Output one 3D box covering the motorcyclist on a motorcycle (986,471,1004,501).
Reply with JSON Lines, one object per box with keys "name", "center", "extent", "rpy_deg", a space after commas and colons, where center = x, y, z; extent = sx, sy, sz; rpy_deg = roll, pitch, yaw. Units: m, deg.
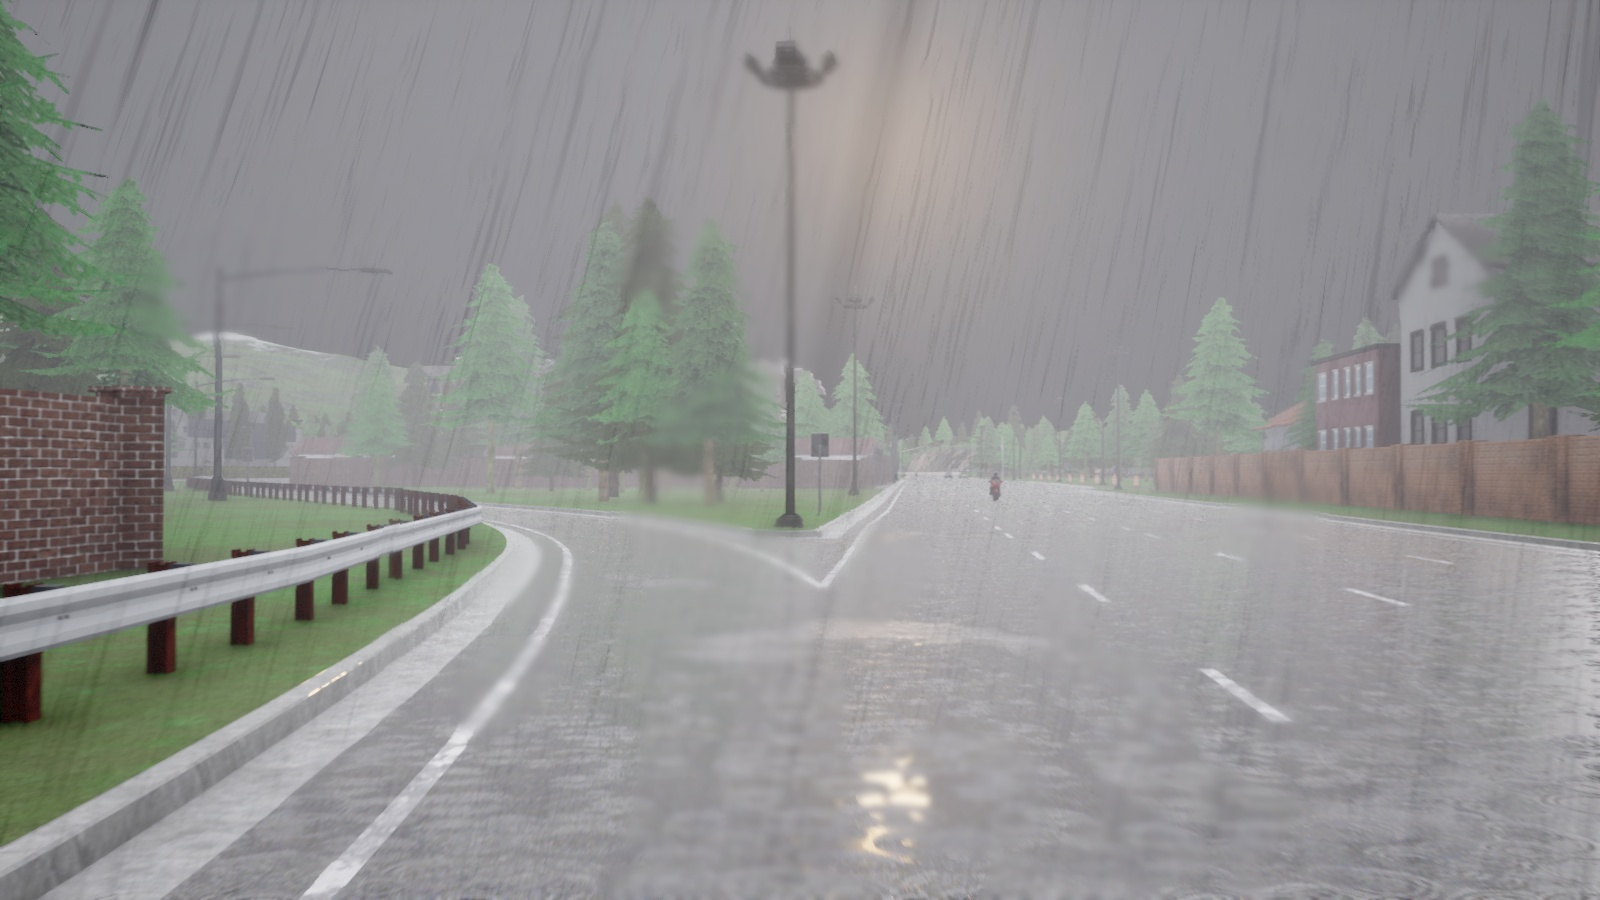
{"name": "motorcyclist on a motorcycle", "center": [10.136, 1.846, 65.345], "extent": [0.797, 1.523, 2.044], "rpy_deg": [0, -1, 5]}
